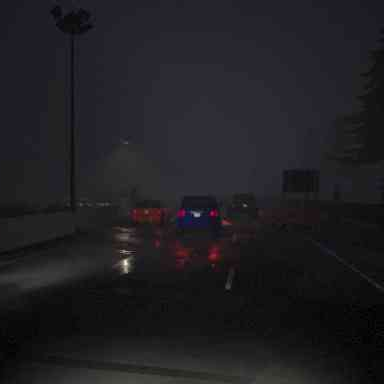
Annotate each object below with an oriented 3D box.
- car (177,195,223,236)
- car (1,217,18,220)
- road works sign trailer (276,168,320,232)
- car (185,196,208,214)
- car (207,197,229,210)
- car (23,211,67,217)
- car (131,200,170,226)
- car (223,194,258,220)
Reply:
[{"bbox_3d":[0.486,1.200,18.566,2.150,2.045,5.566,0,0,5],"label":"car"},{"bbox_3d":[-13.331,1.517,24.515,2.033,1.411,5.357,0,0,2],"label":"car"},{"bbox_3d":[6.491,0.442,19.305,2.380,3.560,2.880,0,0,-15],"label":"road works sign trailer"},{"bbox_3d":[0.430,1.310,36.216,2.097,1.767,4.553,0,0,-5],"label":"car"},{"bbox_3d":[3.215,1.429,42.629,1.882,1.535,5.008,0,0,-7],"label":"car"},{"bbox_3d":[-9.896,1.572,23.601,1.895,1.301,4.718,0,0,2],"label":"car"},{"bbox_3d":[-2.788,1.324,23.279,2.097,1.767,4.553,0,0,3],"label":"car"},{"bbox_3d":[4.155,1.180,28.165,2.150,2.045,5.566,0,0,2],"label":"car"}]
